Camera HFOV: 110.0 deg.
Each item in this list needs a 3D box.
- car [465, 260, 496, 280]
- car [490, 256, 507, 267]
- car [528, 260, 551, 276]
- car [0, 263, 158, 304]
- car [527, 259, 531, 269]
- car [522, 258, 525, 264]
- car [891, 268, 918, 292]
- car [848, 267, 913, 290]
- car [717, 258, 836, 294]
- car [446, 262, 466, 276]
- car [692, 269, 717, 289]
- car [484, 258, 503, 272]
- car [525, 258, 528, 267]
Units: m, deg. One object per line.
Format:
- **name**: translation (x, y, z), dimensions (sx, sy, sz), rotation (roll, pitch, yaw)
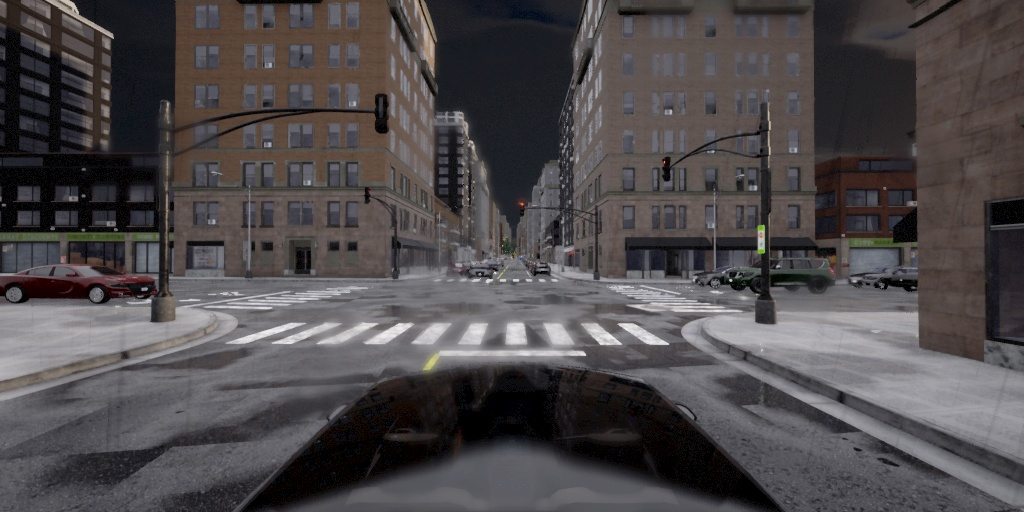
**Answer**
- **car**: translation (-2.686, 1.316, 31.373), dimensions (1.994, 1.385, 4.181), rotation (0, 0, -1)
- **car**: translation (-2.433, 1.243, 63.442), dimensions (2.128, 1.511, 4.902), rotation (0, 0, 1)
- **car**: translation (2.967, 1.318, 36.266), dimensions (1.948, 1.339, 4.313), rotation (0, 0, 1)
- **car**: translation (-17.440, 1.062, 14.552), dimensions (5.008, 1.535, 1.882), rotation (0, -1, -1)
- **car**: translation (3.035, 1.297, 41.796), dimensions (1.888, 1.381, 4.507), rotation (0, 0, 1)
- **car**: translation (3.306, 1.315, 63.918), dimensions (1.948, 1.339, 4.313), rotation (0, 0, 1)
- **car**: translation (25.717, 1.549, 20.979), dimensions (4.718, 1.301, 1.895), rotation (0, -1, 0)
- **car**: translation (25.643, 1.473, 24.226), dimensions (4.902, 1.511, 2.128), rotation (0, -1, 0)
- **car**: translation (15.615, 1.105, 21.045), dimensions (5.566, 2.045, 2.150), rotation (0, -1, 0)
- **car**: translation (-5.559, 1.336, 36.367), dimensions (1.802, 1.307, 4.207), rotation (0, 0, 1)
- **car**: translation (14.826, 1.401, 24.292), dimensions (4.902, 1.511, 2.128), rotation (0, -1, 2)
- **car**: translation (-2.672, 1.301, 46.126), dimensions (2.033, 1.411, 5.357), rotation (0, 0, 1)
- **car**: translation (3.102, 1.302, 47.327), dimensions (2.007, 1.370, 4.403), rotation (0, 0, 1)
